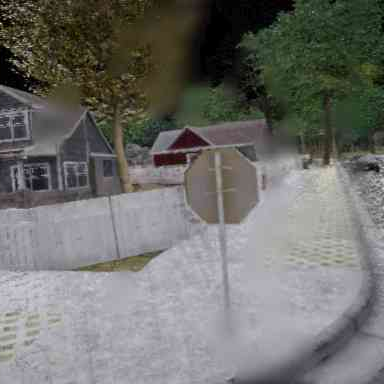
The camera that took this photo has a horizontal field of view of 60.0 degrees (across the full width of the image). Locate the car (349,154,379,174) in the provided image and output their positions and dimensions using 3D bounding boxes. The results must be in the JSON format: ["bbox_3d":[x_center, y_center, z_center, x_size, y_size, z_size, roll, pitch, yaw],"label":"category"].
[{"bbox_3d":[14.059,-2.373,27.295,1.882,1.535,5.008,-3,6,23],"label":"car"}]
